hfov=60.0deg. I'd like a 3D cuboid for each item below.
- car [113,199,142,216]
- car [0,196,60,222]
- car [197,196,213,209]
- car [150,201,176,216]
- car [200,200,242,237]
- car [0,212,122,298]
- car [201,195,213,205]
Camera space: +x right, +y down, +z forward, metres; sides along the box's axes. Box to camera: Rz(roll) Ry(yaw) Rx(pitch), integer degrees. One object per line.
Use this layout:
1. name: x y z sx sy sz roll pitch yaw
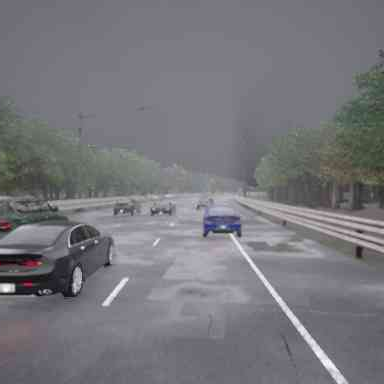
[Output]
1. car: -6.043 1.398 31.553 1.837 1.490 4.892 0 0 3
2. car: -6.731 1.175 12.971 2.150 2.045 5.566 0 0 1
3. car: 1.637 1.410 43.491 2.033 1.411 5.357 0 0 5
4. car: -2.575 1.498 30.940 1.895 1.301 4.718 0 0 3
5. car: 1.497 1.421 17.651 1.882 1.535 5.008 0 0 2
6. car: -3.311 1.475 8.418 1.837 1.490 4.892 0 0 1
7. car: 2.669 1.353 57.134 1.812 1.442 4.674 0 0 6
